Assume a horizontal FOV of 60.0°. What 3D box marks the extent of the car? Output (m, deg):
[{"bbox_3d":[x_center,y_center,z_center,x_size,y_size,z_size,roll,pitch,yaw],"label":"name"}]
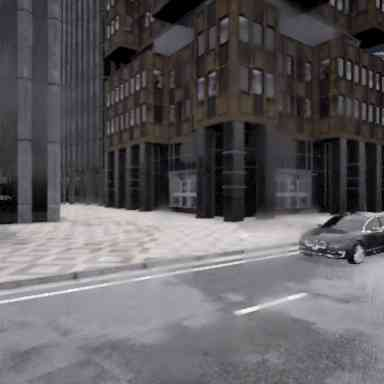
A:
[{"bbox_3d":[5.820,1.509,11.826,4.892,1.490,1.837,0,0,-35],"label":"car"}]
